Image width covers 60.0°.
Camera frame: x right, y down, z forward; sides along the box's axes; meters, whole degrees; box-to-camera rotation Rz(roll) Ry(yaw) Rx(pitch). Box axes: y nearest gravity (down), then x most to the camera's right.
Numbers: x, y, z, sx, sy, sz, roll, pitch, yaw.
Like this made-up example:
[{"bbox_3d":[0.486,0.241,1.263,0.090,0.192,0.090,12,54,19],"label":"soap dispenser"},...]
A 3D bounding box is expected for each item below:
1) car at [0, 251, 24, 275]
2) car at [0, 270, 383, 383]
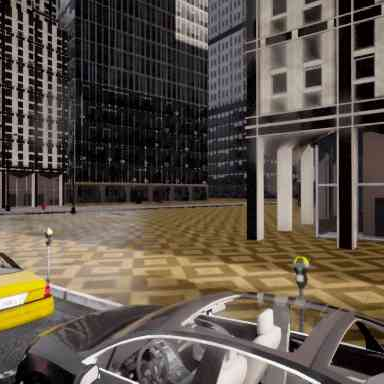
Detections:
[{"bbox_3d":[-4.464,1.525,6.064,4.829,1.417,1.752,0,0,36],"label":"car"},{"bbox_3d":[0.290,1.551,2.670,4.403,1.369,2.008,0,0,36],"label":"car"}]
